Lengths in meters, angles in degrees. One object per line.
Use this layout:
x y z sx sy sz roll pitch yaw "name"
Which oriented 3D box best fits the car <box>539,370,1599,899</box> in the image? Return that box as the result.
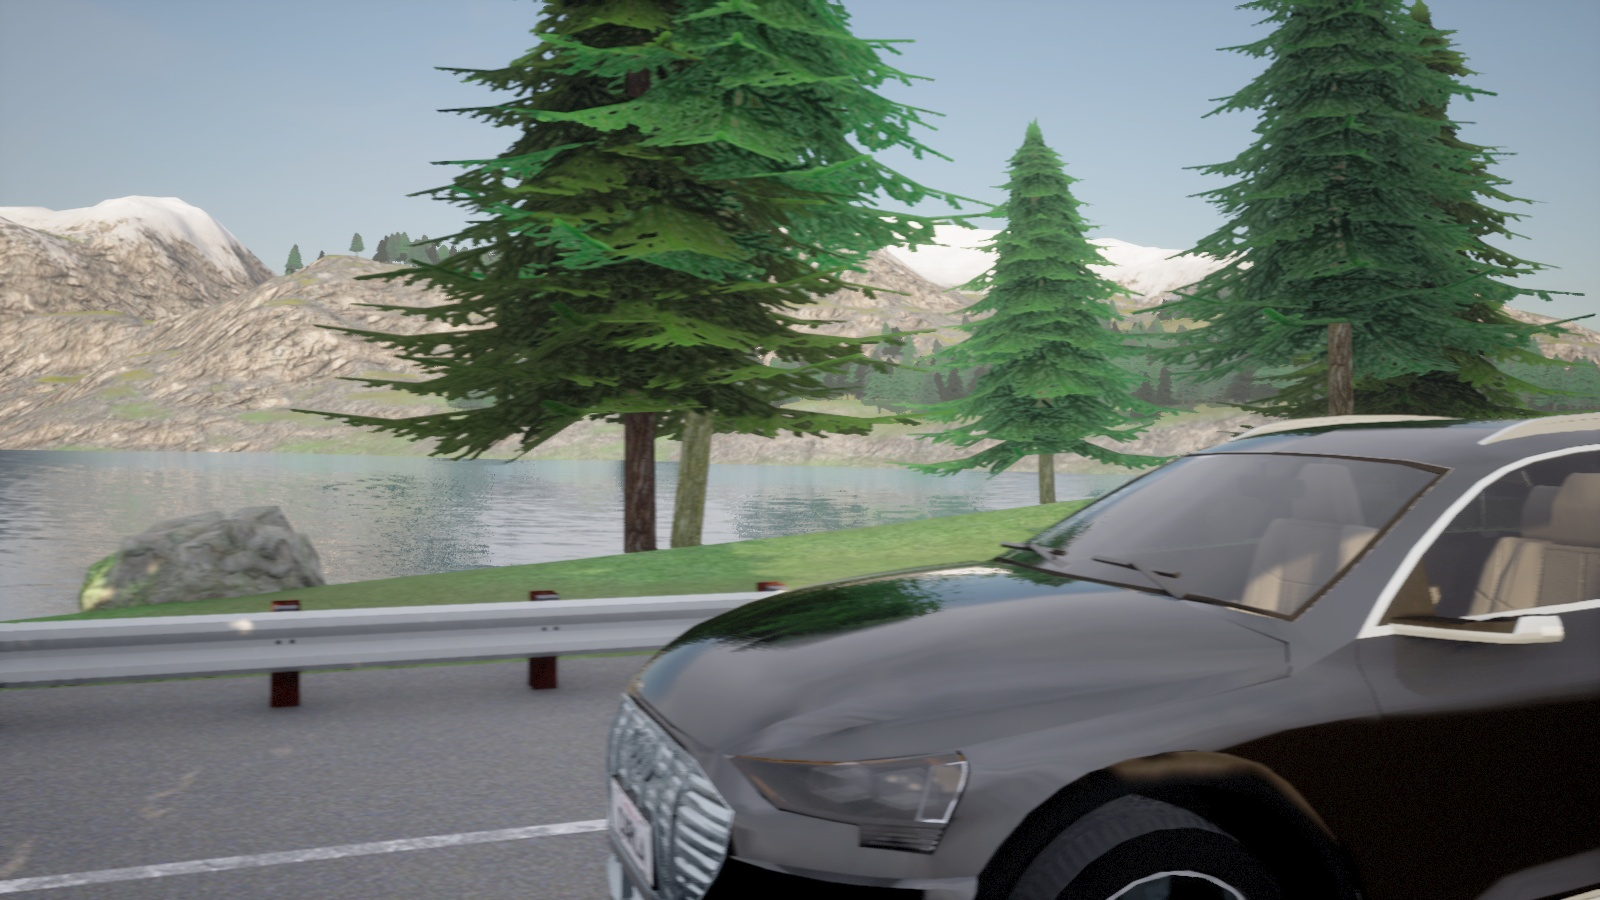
1.799 0.643 3.928 4.856 1.649 2.033 -1 1 -20 "car"
